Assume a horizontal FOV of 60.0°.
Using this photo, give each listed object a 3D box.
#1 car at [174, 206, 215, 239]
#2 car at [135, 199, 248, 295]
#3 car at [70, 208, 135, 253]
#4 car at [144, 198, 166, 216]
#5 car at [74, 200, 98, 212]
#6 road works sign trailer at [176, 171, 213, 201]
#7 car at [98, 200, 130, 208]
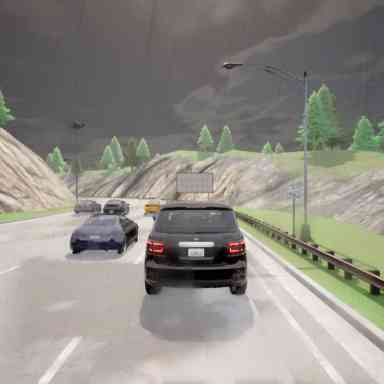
[{"bbox_3d":[0.099,1.559,18.097,1.994,1.385,4.181,0,0,0],"label":"car"},{"bbox_3d":[0.085,1.221,8.878,2.150,2.045,5.566,0,0,0],"label":"car"},{"bbox_3d":[-3.420,1.563,13.686,1.994,1.385,4.181,0,0,0],"label":"car"},{"bbox_3d":[-3.722,1.477,33.956,1.882,1.535,5.008,0,0,-3],"label":"car"},{"bbox_3d":[-10.698,1.547,34.478,2.033,1.411,5.357,0,0,-3],"label":"car"},{"bbox_3d":[0.182,0.464,21.594,2.380,3.560,2.880,0,0,0],"label":"road works sign trailer"},{"bbox_3d":[-7.090,1.501,31.406,1.837,1.490,4.892,0,-1,-2],"label":"car"}]
